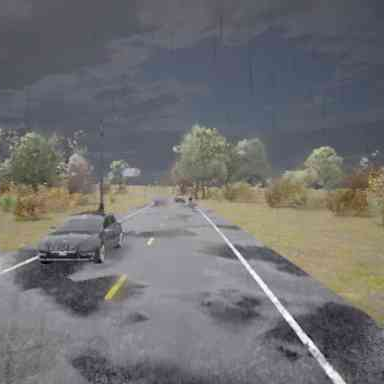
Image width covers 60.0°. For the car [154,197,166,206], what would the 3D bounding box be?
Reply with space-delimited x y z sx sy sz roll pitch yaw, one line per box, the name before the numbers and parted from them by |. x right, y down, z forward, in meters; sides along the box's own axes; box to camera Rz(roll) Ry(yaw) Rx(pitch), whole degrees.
car | -5.099 1.525 53.828 2.033 1.411 5.357 0 0 -3

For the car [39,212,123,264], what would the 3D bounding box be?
car | -3.700 1.505 11.855 1.837 1.490 4.892 0 0 -1

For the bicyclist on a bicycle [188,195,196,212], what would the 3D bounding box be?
bicyclist on a bicycle | 0.204 1.422 37.274 0.866 1.612 1.509 0 0 -2

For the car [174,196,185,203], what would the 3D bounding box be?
car | -2.486 1.479 69.225 1.812 1.442 4.674 0 0 -4

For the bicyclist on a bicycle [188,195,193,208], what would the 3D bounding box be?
bicyclist on a bicycle | -0.223 1.349 46.953 0.659 1.776 1.843 0 0 -3

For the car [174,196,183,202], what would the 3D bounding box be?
car | -3.219 1.531 78.588 1.895 1.301 4.718 0 0 -5
